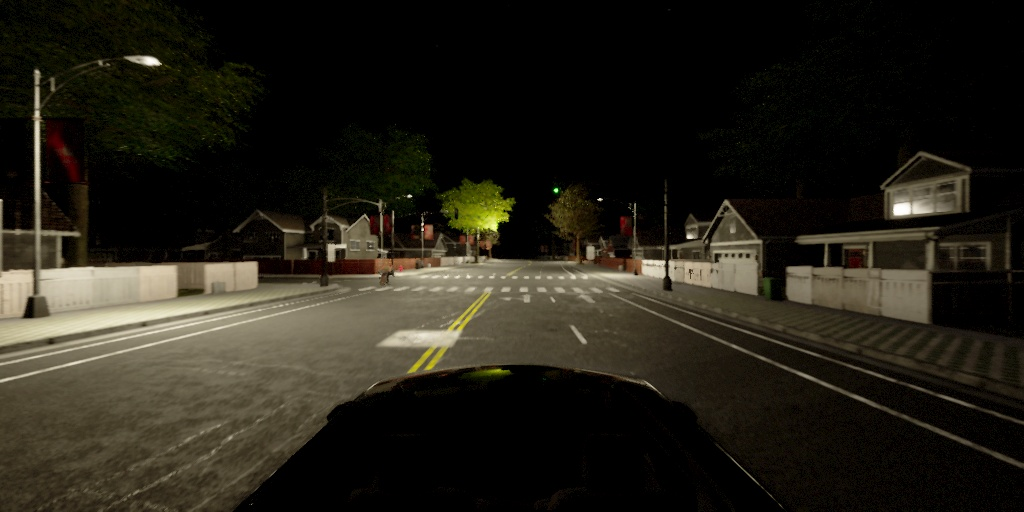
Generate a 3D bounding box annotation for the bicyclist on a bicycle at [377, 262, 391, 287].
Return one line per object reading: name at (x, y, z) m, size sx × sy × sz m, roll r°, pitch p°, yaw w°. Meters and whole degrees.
bicyclist on a bicycle at (-8.204, 1.171, 23.230) m, size 0.866 × 1.612 × 1.509 m, roll 0°, pitch 0°, yaw 3°
